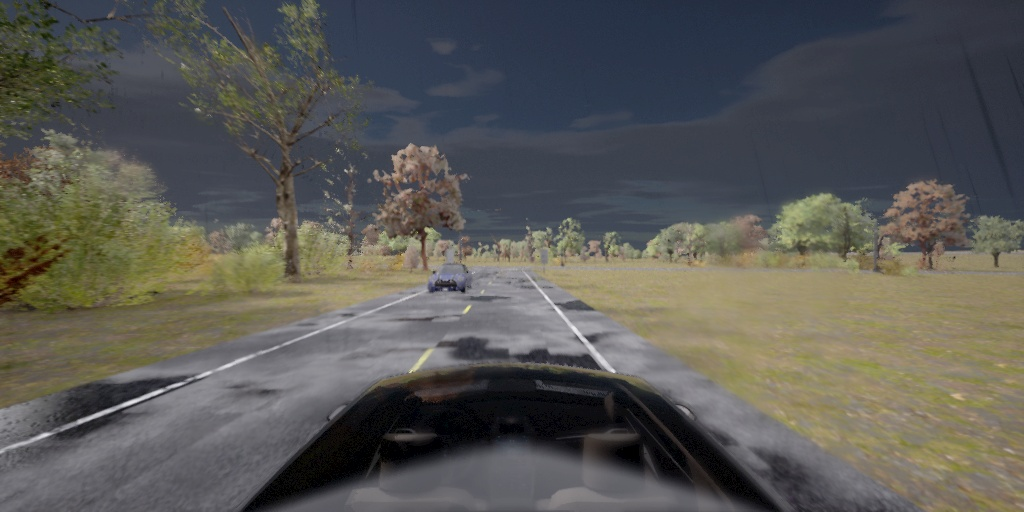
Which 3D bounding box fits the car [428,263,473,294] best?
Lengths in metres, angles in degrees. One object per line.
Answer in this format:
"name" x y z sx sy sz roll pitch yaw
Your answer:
"car" -3.588 1.228 21.541 2.097 1.767 4.553 0 0 0
